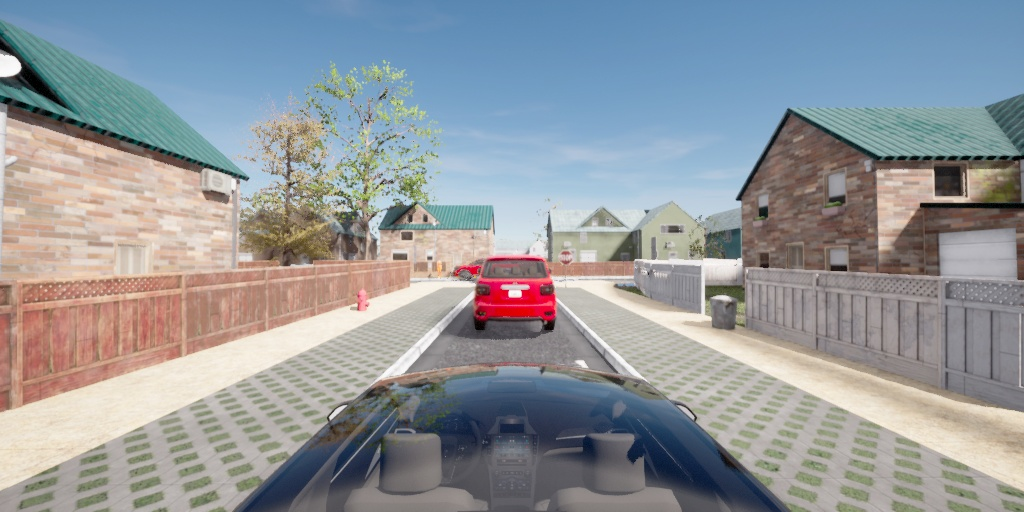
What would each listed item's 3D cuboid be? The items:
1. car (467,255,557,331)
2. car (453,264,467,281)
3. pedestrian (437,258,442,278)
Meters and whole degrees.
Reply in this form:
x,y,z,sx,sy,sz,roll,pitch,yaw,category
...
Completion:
x,y,z,sx,sy,sz,roll,pitch,yaw,category
0.075,0.976,11.167,2.150,2.045,5.566,0,0,0,car
-2.158,1.079,30.450,5.566,2.045,2.150,-1,-1,1,car
-6.780,1.115,33.414,0.375,1.860,0.375,0,-1,1,pedestrian
